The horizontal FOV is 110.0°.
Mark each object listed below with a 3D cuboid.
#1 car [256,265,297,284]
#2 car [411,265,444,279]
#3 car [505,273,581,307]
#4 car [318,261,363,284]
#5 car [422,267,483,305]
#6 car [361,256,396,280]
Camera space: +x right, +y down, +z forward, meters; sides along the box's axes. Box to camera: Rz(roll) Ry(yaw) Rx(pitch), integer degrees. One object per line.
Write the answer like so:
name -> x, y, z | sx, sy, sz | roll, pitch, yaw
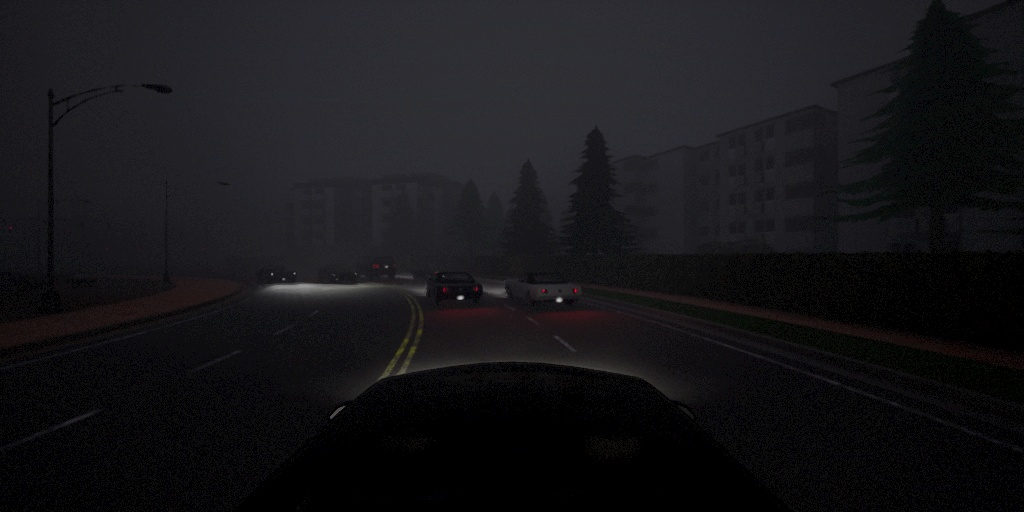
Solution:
car -> -18.520, 1.414, 28.174 | 4.718, 1.301, 1.895 | 0, 0, 44
car -> -7.073, 1.401, 31.220 | 1.895, 1.301, 4.718 | 0, 0, -38
car -> 1.130, 1.368, 15.680 | 1.895, 1.301, 4.718 | 0, 0, -17
car -> -13.544, 1.283, 27.753 | 1.882, 1.535, 5.008 | 0, 0, -41
car -> -2.804, 1.375, 16.433 | 1.895, 1.301, 4.718 | 0, 0, -19
car -> -12.337, 1.030, 32.051 | 2.150, 2.045, 5.566 | 0, 0, -42
